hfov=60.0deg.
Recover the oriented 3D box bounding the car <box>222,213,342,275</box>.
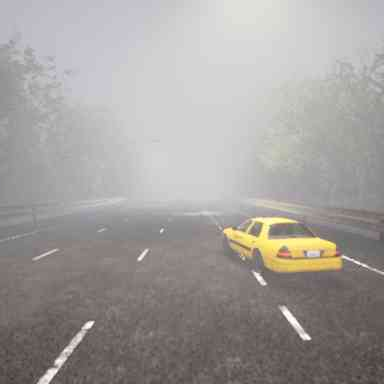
[{"bbox_3d":[2.379,1.442,10.421,1.801,1.575,5.366,0,0,-11],"label":"car"}]
